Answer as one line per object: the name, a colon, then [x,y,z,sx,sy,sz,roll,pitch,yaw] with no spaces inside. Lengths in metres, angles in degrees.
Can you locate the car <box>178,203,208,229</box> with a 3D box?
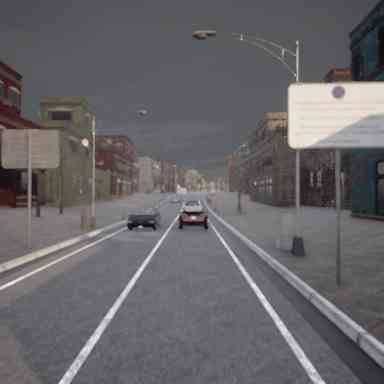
car: [0.093,1.735,23.815,2.163,1.488,4.792,0,-1,0]

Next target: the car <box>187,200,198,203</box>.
car: [0.085,1.834,41.710,2.033,1.649,4.856,0,0,0]

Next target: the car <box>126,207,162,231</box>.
car: [-3.109,1.764,22.729,2.033,1.411,5.357,0,-1,0]

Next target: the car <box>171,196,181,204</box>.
car: [-3.043,1.456,63.740,2.128,1.511,4.902,0,2,0]
